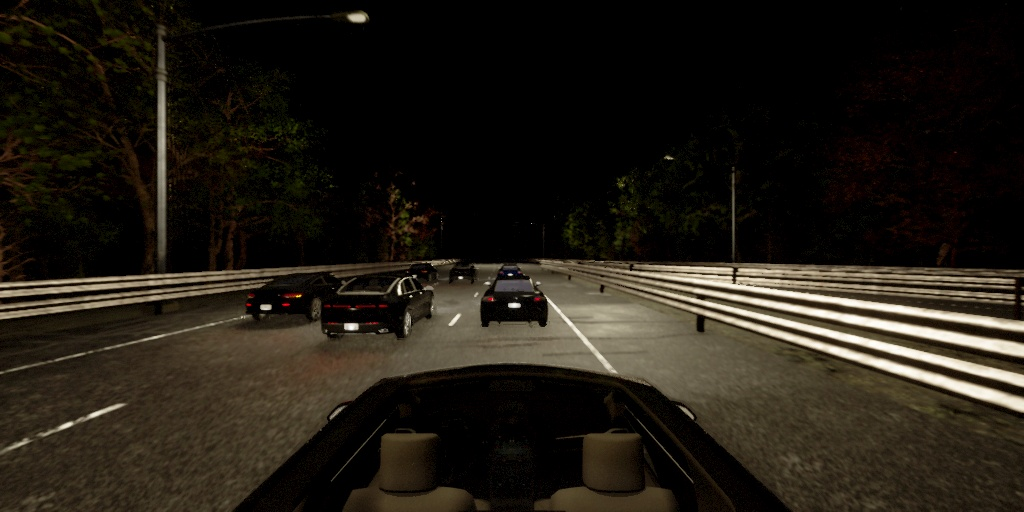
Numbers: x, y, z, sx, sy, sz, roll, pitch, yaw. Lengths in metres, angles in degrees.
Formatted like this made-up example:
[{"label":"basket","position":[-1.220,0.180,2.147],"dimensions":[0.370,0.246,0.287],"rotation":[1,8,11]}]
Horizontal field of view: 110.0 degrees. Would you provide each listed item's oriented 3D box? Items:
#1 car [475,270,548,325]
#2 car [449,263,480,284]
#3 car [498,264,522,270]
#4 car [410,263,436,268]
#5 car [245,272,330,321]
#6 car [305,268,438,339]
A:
[{"label":"car","position":[0.050,1.318,11.785],"dimensions":[1.994,1.385,4.181],"rotation":[0,0,0]},{"label":"car","position":[-3.645,1.271,27.565],"dimensions":[1.837,1.490,4.892],"rotation":[0,0,-1]},{"label":"car","position":[-0.155,1.330,28.132],"dimensions":[1.994,1.385,4.181],"rotation":[0,0,-1]},{"label":"car","position":[-7.163,1.295,28.626],"dimensions":[1.812,1.442,4.674],"rotation":[0,0,-1]},{"label":"car","position":[-6.953,1.282,12.406],"dimensions":[1.812,1.442,4.674],"rotation":[0,0,0]},{"label":"car","position":[-3.437,1.259,10.059],"dimensions":[1.837,1.490,4.892],"rotation":[0,0,0]}]
